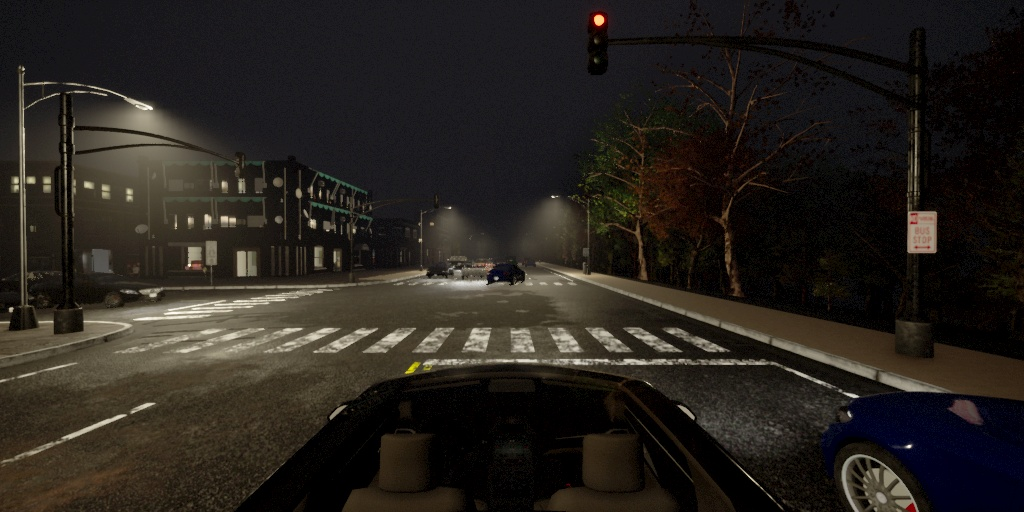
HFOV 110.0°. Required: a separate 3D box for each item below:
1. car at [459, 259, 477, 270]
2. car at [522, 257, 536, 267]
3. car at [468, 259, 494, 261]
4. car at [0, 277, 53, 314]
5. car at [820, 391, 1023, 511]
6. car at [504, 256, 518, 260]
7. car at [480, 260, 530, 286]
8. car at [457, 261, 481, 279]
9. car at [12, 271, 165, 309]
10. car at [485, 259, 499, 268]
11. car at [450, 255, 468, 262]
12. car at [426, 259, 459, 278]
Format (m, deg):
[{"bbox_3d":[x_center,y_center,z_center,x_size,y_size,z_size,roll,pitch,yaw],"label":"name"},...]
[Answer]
[{"bbox_3d":[-6.696,1.218,54.641,2.128,1.511,4.902,0,0,0],"label":"car"},{"bbox_3d":[3.227,1.268,63.694,2.033,1.411,5.357,0,0,0],"label":"car"},{"bbox_3d":[-3.423,1.085,41.254,2.097,1.767,4.553,0,0,0],"label":"car"},{"bbox_3d":[-19.970,1.564,12.853,4.313,1.339,1.948,0,0,0],"label":"car"},{"bbox_3d":[3.358,1.276,0.888,1.812,1.442,4.674,0,0,1],"label":"car"},{"bbox_3d":[-0.132,0.943,62.929,2.150,2.045,5.566,0,0,0],"label":"car"},{"bbox_3d":[-0.382,1.267,25.146,1.812,1.442,4.674,1,0,16],"label":"car"},{"bbox_3d":[-3.407,1.339,32.282,1.895,1.301,4.718,0,0,0],"label":"car"},{"bbox_3d":[-17.965,1.473,15.576,4.674,1.442,1.812,-1,1,-1],"label":"car"},{"bbox_3d":[-3.431,1.214,61.705,2.128,1.511,4.902,0,0,0],"label":"car"},{"bbox_3d":[-6.674,0.953,44.237,2.150,2.045,5.566,0,0,0],"label":"car"},{"bbox_3d":[-6.659,1.284,34.001,2.033,1.411,5.357,0,0,0],"label":"car"}]
